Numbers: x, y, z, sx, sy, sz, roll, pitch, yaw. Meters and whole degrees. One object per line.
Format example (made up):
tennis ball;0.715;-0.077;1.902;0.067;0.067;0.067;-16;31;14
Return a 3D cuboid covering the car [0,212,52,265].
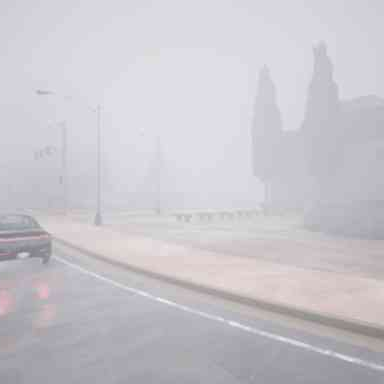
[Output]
car;-6.020;1.460;10.760;2.128;1.511;4.902;0;0;-39
